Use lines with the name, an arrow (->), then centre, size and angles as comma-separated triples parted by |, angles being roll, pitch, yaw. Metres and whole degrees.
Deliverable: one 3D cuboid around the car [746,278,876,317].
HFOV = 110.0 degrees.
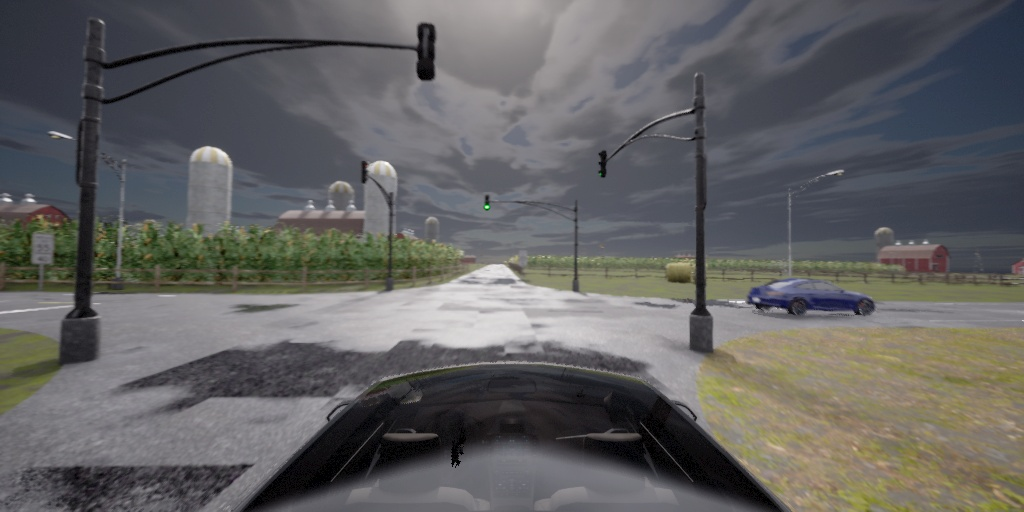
car -> 12.130, 1.651, 14.705 | 4.674, 1.442, 1.812 | 1, -2, -6
